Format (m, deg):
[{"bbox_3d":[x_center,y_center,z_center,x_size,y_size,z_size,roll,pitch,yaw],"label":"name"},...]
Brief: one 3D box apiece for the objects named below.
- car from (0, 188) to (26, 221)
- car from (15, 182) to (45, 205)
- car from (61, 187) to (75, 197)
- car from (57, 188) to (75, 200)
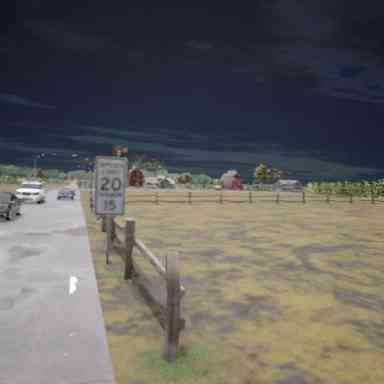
[{"bbox_3d":[-11.104,0.749,19.079,1.837,1.490,4.892,2,2,-19],"label":"car"},{"bbox_3d":[-15.535,0.066,32.055,2.150,2.045,5.566,2,1,-19],"label":"car"},{"bbox_3d":[-19.033,-0.001,51.143,1.895,1.301,4.718,2,1,-19],"label":"car"},{"bbox_3d":[-15.615,0.245,41.180,2.033,1.411,5.357,2,1,-19],"label":"car"}]
